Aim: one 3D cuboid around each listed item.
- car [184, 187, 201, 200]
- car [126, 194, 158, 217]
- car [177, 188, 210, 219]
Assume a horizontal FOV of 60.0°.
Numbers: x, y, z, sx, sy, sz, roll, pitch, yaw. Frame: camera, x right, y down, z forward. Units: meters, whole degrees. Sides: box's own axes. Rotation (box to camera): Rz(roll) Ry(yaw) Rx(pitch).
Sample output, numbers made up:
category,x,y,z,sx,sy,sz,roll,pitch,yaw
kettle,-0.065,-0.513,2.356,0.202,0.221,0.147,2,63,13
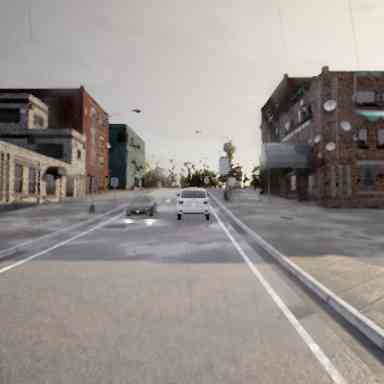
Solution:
category,x,y,z,sx,sy,sz,roll,pitch,yaw
car,0.103,0.157,42.188,2.033,1.411,5.357,0,3,0
car,-3.596,0.958,24.555,1.837,1.490,4.892,0,3,0
car,0.102,0.719,23.568,2.150,2.045,5.566,0,3,0
